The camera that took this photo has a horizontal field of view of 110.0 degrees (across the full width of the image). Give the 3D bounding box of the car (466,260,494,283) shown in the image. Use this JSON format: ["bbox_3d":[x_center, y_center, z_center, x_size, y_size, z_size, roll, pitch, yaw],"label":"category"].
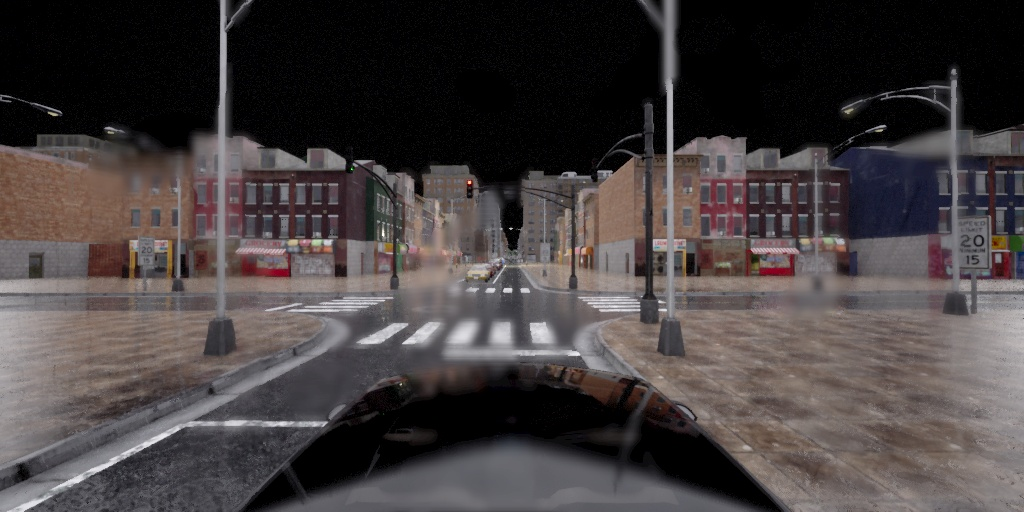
[{"bbox_3d":[-2.636,1.292,28.675,1.751,1.417,4.829,0,0,0],"label":"car"}]

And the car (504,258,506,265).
[{"bbox_3d":[-2.637,1.154,62.476,2.192,1.841,5.009,0,0,0],"label":"car"}]

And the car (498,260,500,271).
[{"bbox_3d":[-2.636,1.367,40.055,1.802,1.307,4.207,0,0,0],"label":"car"}]

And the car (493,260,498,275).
[{"bbox_3d":[-2.636,1.320,34.450,1.888,1.381,4.507,0,0,0],"label":"car"}]

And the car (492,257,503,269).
[{"bbox_3d":[-2.636,1.250,51.265,1.967,1.591,4.097,0,0,0],"label":"car"}]
